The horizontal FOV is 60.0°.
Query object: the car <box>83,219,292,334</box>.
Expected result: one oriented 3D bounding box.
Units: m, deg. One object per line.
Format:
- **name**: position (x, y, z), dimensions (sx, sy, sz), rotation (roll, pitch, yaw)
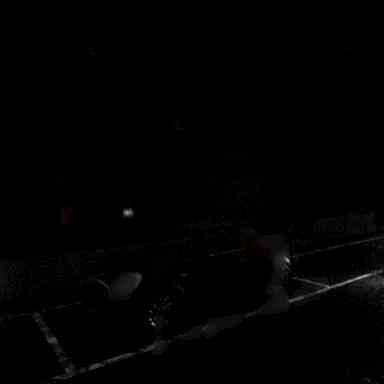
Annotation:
- **car**: position (0.018, 1.335, 6.514), dimensions (4.097, 1.590, 1.967), rotation (-2, 1, -35)
